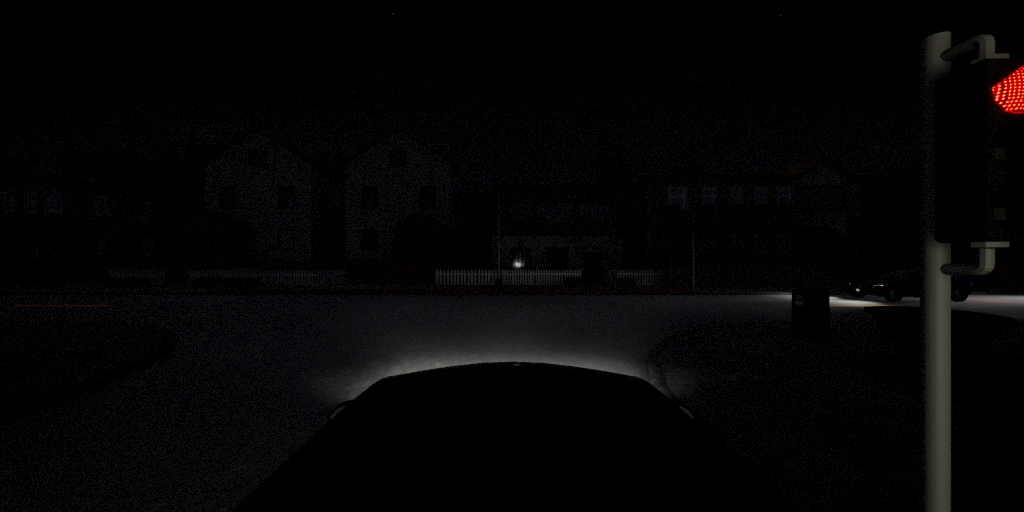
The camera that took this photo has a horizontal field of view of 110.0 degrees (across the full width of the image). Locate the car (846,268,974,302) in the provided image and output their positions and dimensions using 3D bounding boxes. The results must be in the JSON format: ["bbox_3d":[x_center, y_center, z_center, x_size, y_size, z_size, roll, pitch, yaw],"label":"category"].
[{"bbox_3d":[18.190,1.276,16.455,4.674,1.442,1.812,0,0,0],"label":"car"}]
